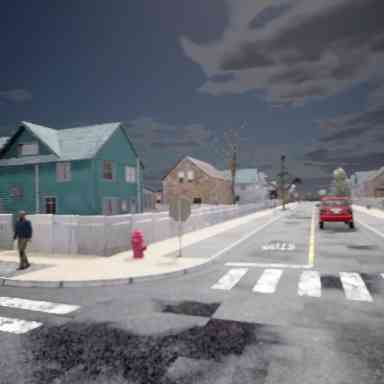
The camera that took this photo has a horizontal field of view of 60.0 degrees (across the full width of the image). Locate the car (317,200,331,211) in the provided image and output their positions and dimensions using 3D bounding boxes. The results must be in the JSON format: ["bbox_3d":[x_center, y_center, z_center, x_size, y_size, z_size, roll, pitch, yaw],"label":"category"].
[{"bbox_3d":[19.612,1.986,49.515,1.837,1.490,4.892,-2,-1,20],"label":"car"}]

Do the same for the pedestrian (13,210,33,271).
[{"bbox_3d":[-5.199,1.453,10.246,0.375,1.860,0.375,-2,-3,20],"label":"pedestrian"}]

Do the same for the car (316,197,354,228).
[{"bbox_3d":[10.212,1.418,23.920,2.150,2.045,5.566,-2,-1,20],"label":"car"}]
